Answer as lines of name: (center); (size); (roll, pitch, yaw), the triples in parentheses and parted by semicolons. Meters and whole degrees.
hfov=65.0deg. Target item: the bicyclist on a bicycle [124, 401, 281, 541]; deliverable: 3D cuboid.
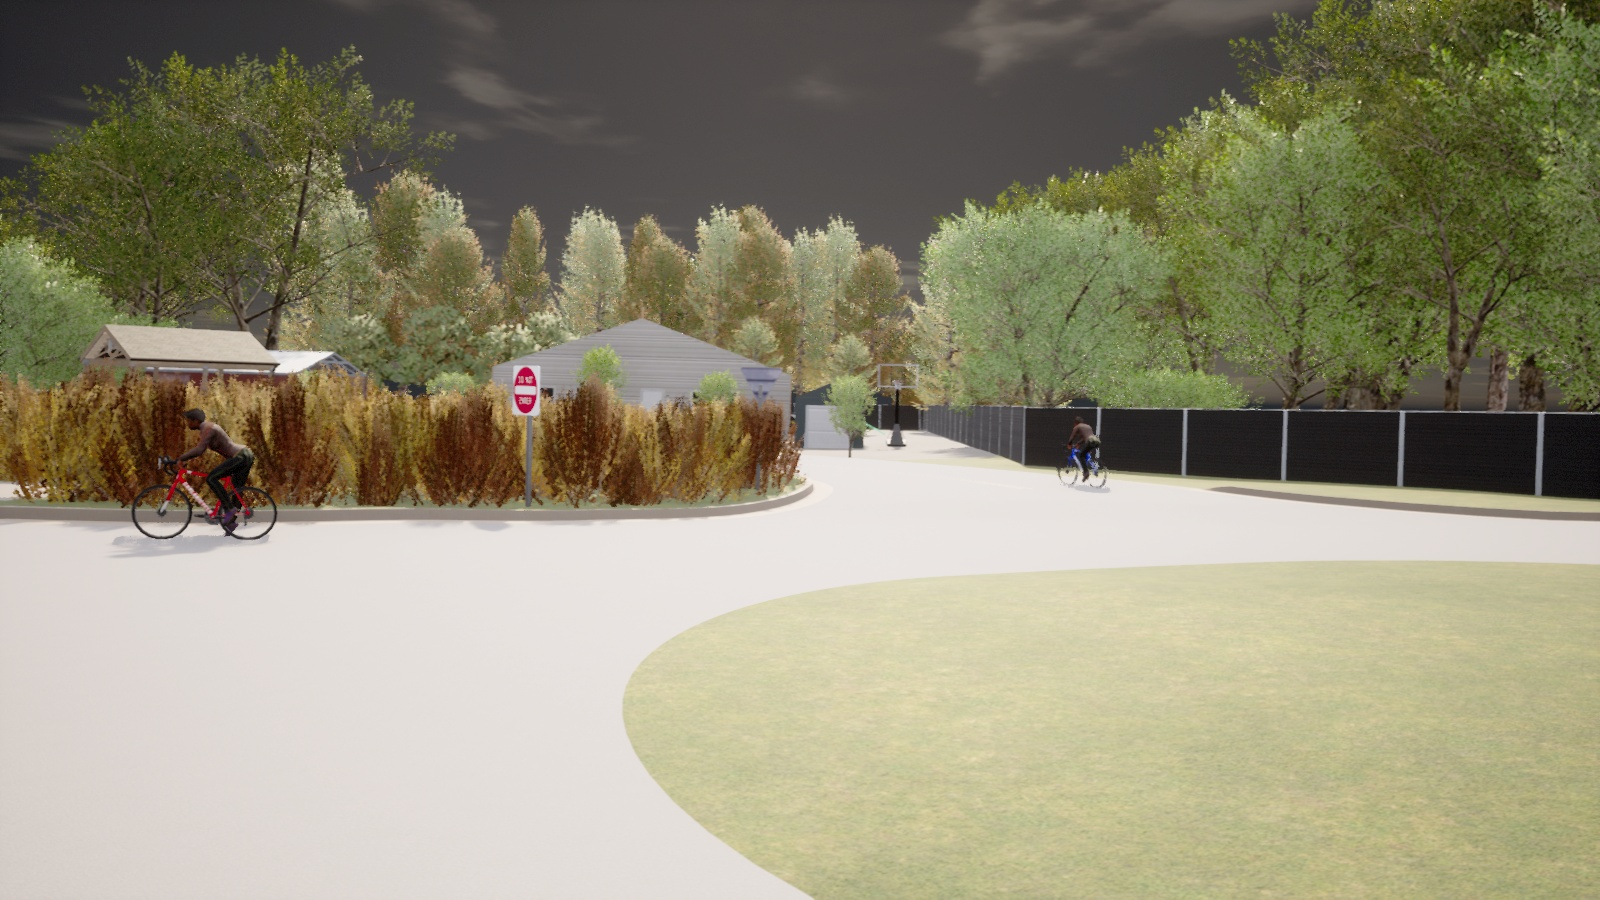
bicyclist on a bicycle: (-7.335, 0.262, 15.483); (1.656, 1.620, 0.582); (3, 3, -21)

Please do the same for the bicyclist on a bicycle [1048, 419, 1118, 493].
bicyclist on a bicycle: (6.470, 0.110, 28.810); (0.582, 1.620, 1.656); (0, 3, -28)
